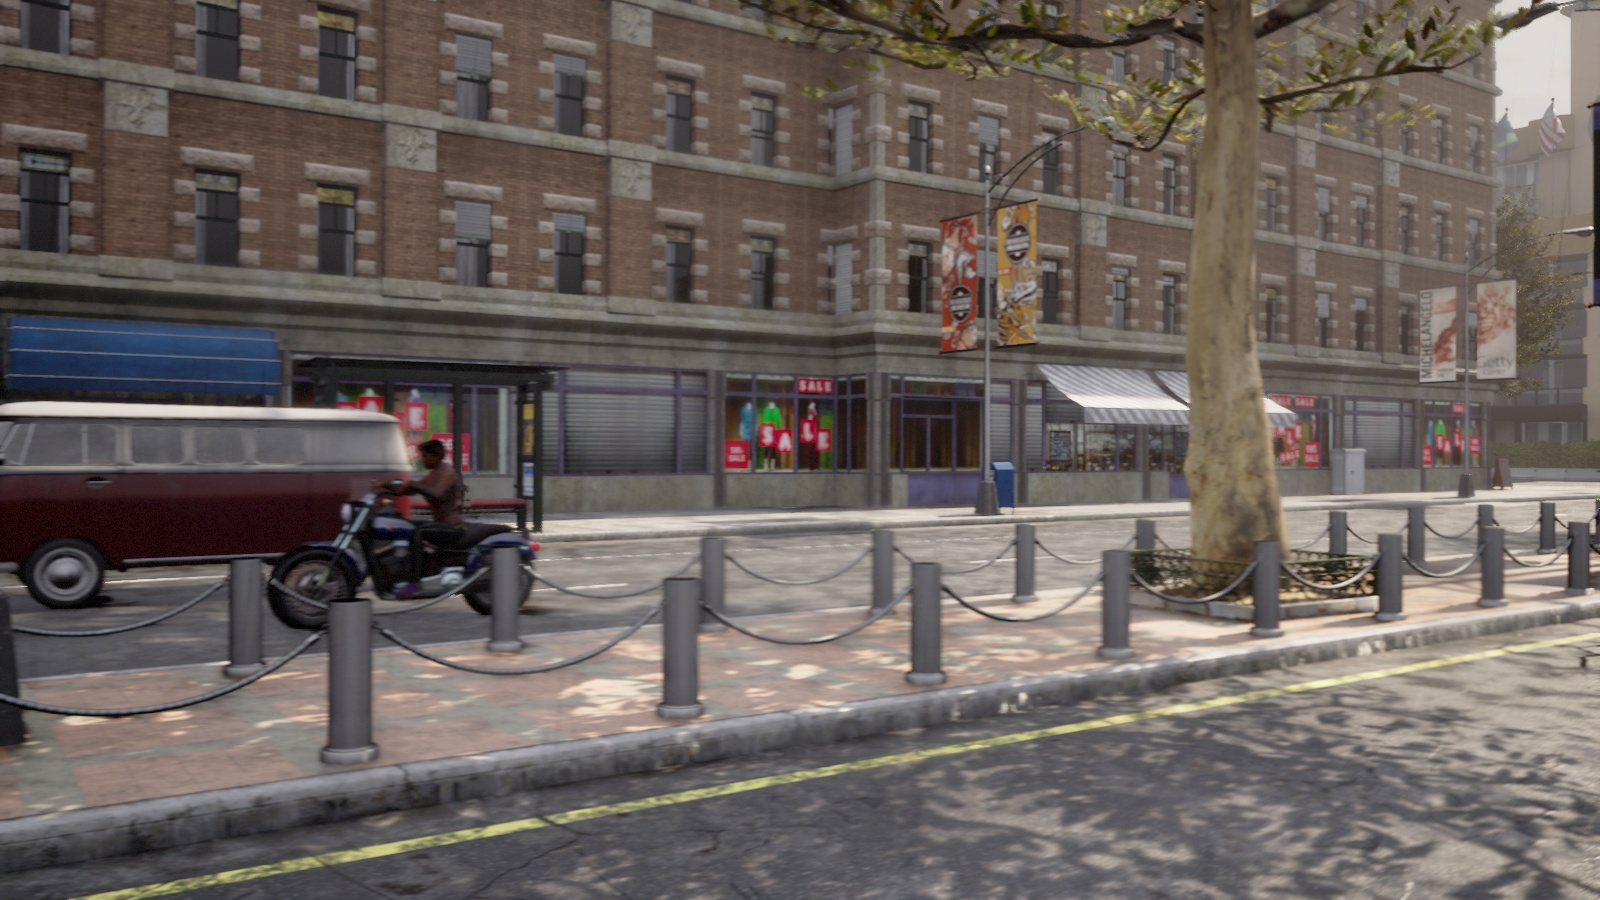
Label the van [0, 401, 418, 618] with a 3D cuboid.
[{"bbox_3d":[-6.498,0.544,13.148,4.442,1.987,1.775,0,0,-35],"label":"van"}]

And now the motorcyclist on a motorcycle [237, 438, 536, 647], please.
[{"bbox_3d":[-3.556,0.729,10.931,2.350,1.649,0.766,0,0,-35],"label":"motorcyclist on a motorcycle"}]
